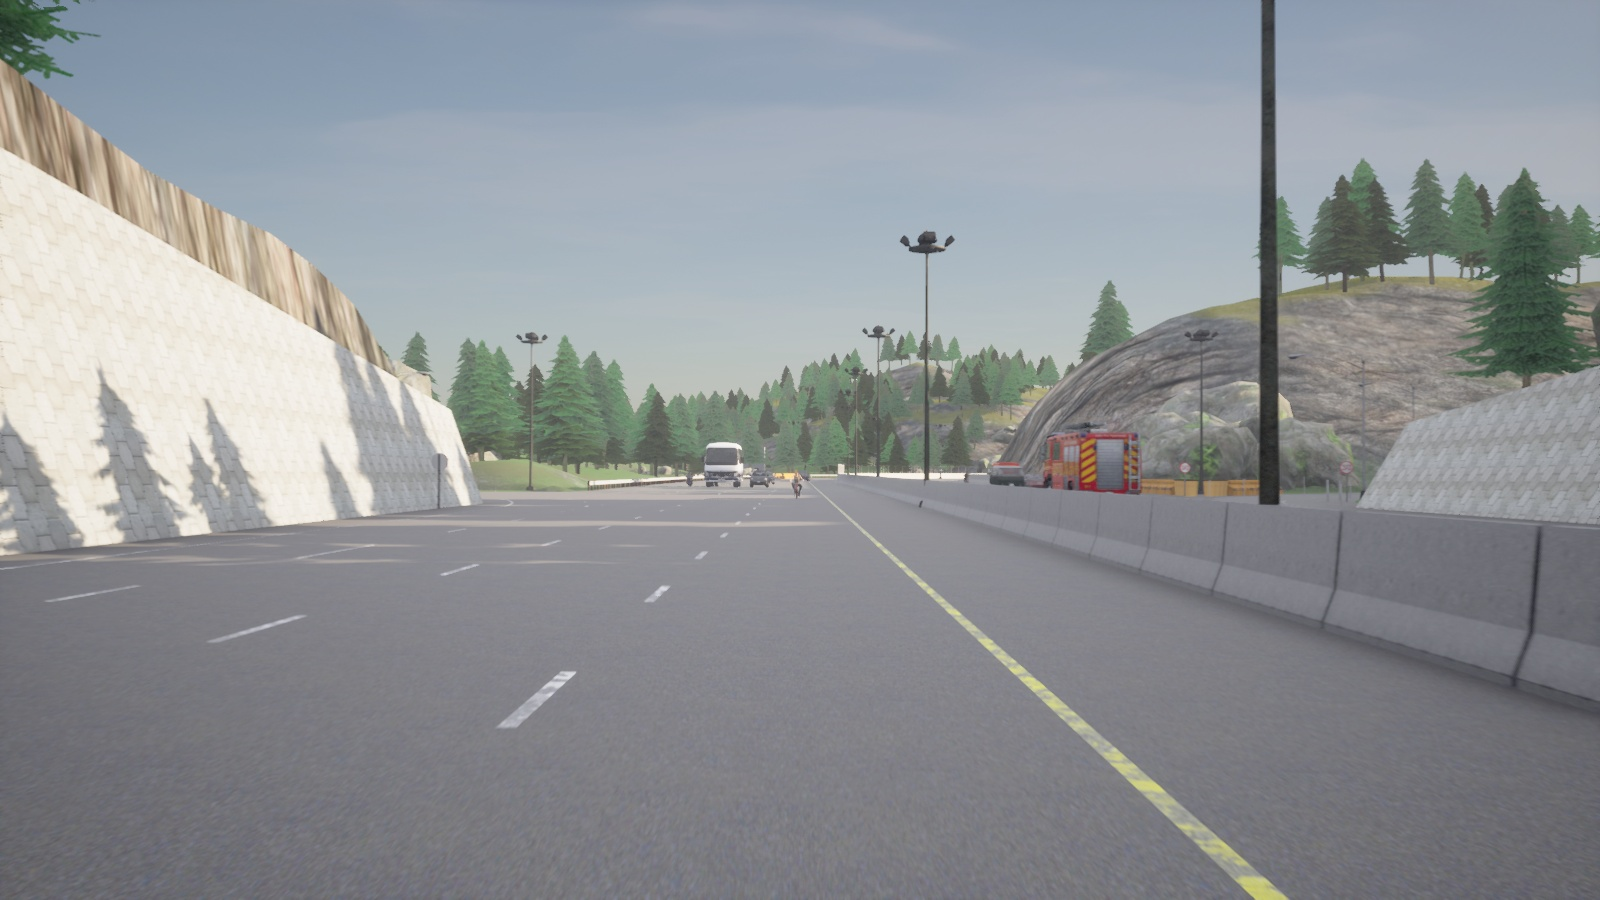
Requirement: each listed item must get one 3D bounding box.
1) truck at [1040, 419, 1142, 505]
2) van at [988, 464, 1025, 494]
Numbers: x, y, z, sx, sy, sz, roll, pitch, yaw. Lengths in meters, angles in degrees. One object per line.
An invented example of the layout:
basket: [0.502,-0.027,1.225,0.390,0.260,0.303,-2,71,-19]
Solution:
truck: [13.849,0.607,60.506,2.891,3.827,8.468,0,-1,0]
van: [13.795,1.923,84.093,1.775,1.987,4.442,0,-1,0]
